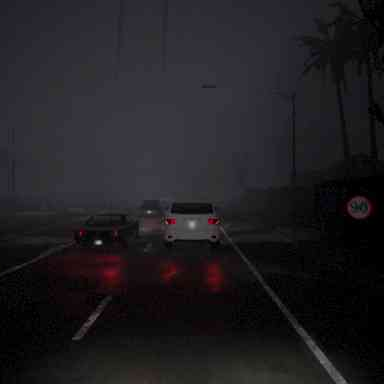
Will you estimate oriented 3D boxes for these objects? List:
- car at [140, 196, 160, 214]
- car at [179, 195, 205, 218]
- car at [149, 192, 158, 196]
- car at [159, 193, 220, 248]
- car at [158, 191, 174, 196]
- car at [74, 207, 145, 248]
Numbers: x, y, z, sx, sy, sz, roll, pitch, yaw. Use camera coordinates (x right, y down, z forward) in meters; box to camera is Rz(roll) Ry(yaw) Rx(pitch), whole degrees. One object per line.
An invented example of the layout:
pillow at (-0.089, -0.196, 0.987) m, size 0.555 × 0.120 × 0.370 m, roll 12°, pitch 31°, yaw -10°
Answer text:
car at (-3.500, 1.362, 29.645) m, size 1.837 × 1.490 × 4.892 m, roll 0°, pitch 1°, yaw 0°
car at (0.000, 1.212, 29.614) m, size 2.097 × 1.767 × 4.553 m, roll 0°, pitch 1°, yaw 0°
car at (-8.930, 0.783, 82.417) m, size 2.128 × 1.511 × 4.902 m, roll 0°, pitch 1°, yaw 22°
car at (0.000, 1.223, 14.677) m, size 2.150 × 2.045 × 5.566 m, roll 0°, pitch 0°, yaw 0°
car at (-5.775, 0.609, 80.906) m, size 2.097 × 1.767 × 4.553 m, roll 0°, pitch 1°, yaw 22°
car at (-3.500, 1.583, 14.678) m, size 1.895 × 1.301 × 4.718 m, roll 0°, pitch 0°, yaw 0°
